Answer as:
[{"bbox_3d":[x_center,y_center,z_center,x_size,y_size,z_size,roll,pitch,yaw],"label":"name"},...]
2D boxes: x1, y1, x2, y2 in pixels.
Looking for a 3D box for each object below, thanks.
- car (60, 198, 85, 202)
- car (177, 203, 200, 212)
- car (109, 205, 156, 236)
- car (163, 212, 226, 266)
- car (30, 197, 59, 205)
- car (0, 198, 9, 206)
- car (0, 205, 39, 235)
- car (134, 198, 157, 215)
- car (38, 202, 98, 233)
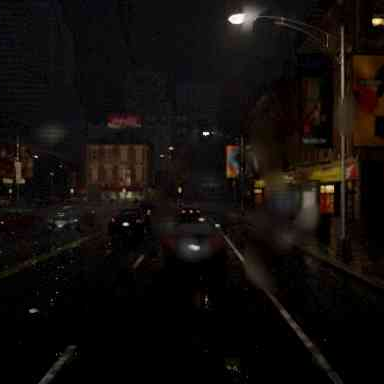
[{"bbox_3d":[-24.077,1.918,67.728,4.718,1.301,1.895,0,0,30],"label":"car"},{"bbox_3d":[-0.320,1.686,29.948,2.033,1.411,5.357,0,0,-6],"label":"car"},{"bbox_3d":[-3.435,1.655,19.230,1.994,1.385,4.181,0,0,0],"label":"car"},{"bbox_3d":[0.070,1.619,11.747,1.994,1.385,4.181,0,0,0],"label":"car"},{"bbox_3d":[-25.609,1.877,56.942,4.718,1.301,1.895,0,0,32],"label":"car"},{"bbox_3d":[-33.678,1.670,57.041,4.553,1.767,2.097,0,0,21],"label":"car"},{"bbox_3d":[-10.648,1.696,19.611,1.895,1.301,4.718,0,0,0],"label":"car"},{"bbox_3d":[-4.818,1.670,35.209,1.837,1.490,4.892,1,0,-13],"label":"car"},{"bbox_3d":[-7.206,1.590,20.542,2.128,1.511,4.902,0,0,-1],"label":"car"}]
